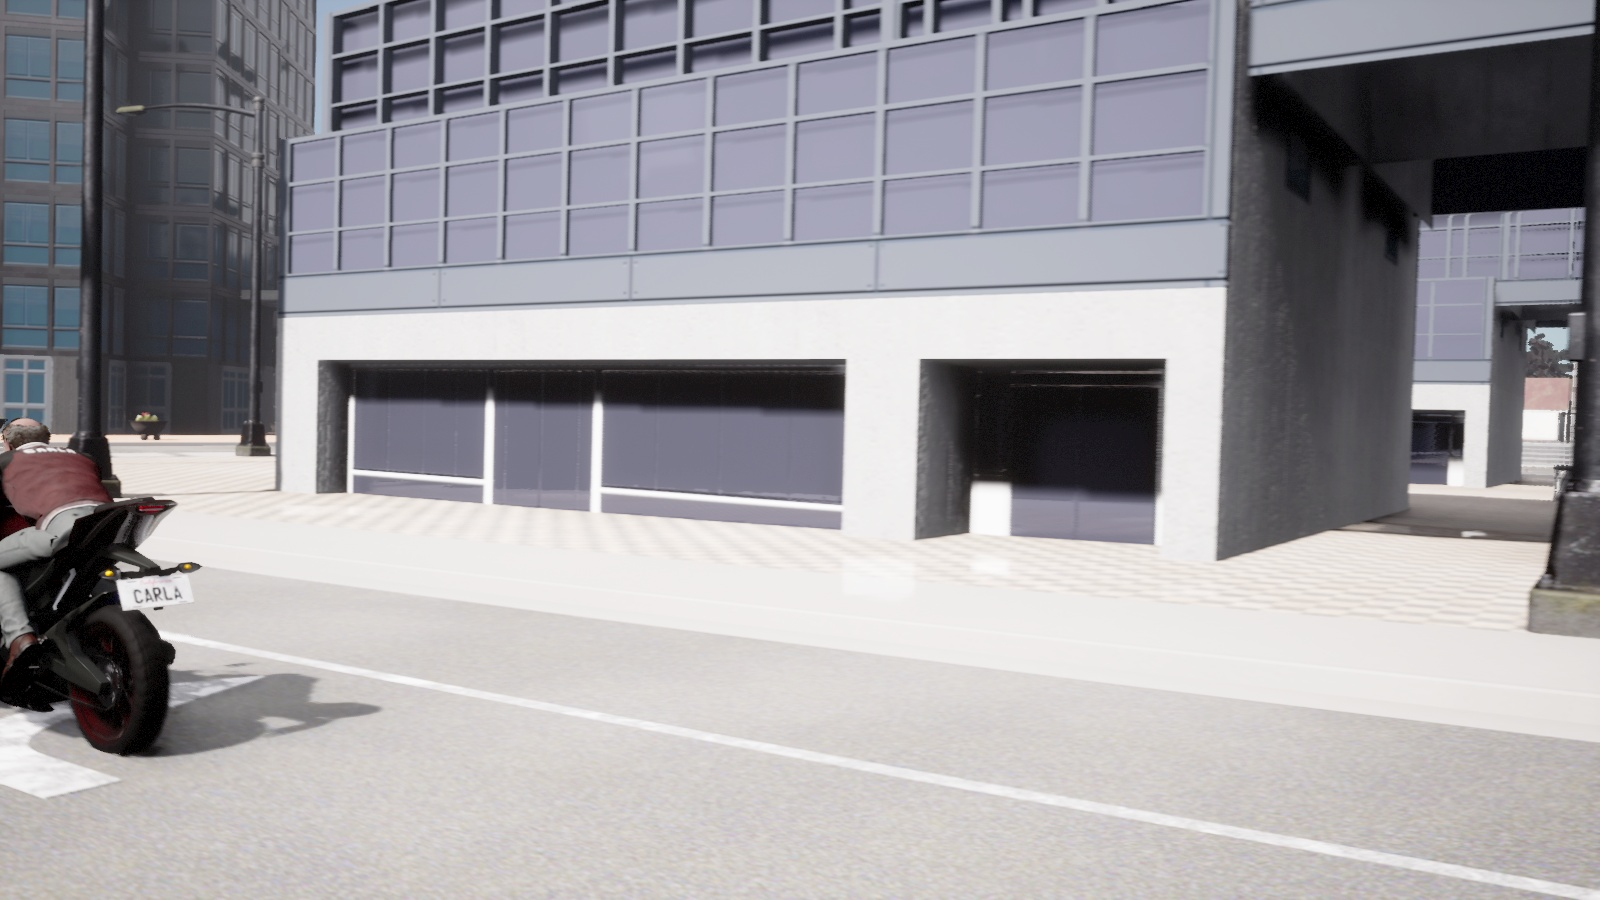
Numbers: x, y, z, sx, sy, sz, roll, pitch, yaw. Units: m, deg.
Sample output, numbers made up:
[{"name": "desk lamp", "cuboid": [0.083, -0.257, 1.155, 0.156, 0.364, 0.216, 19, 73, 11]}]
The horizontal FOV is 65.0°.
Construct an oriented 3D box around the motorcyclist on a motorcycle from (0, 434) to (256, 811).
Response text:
[{"name": "motorcyclist on a motorcycle", "cuboid": [-3.686, 0.691, 6.073, 2.191, 1.530, 0.866, 0, 1, 34]}]
